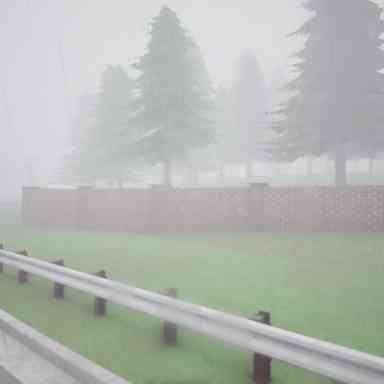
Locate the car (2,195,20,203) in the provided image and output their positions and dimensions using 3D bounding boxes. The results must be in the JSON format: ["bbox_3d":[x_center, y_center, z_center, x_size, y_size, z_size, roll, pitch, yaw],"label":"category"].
[{"bbox_3d":[-43.536,1.925,80.016,1.994,1.385,4.181,0,0,-19],"label":"car"}]

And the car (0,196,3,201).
[{"bbox_3d":[-46.709,1.899,78.490,2.128,1.511,4.902,0,0,-19],"label":"car"}]
